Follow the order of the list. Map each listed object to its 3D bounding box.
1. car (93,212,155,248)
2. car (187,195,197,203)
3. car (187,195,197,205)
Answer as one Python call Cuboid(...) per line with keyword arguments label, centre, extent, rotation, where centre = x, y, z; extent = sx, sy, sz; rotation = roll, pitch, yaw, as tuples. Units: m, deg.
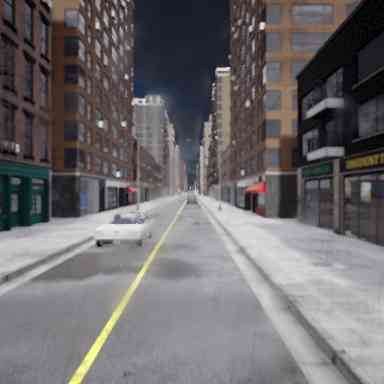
Cuboid(label="car", centre=(-2.800, 1.567, 14.641), extent=(1.895, 1.301, 4.718), rotation=(0, 0, 0))
Cuboid(label="car", centre=(0.015, 1.358, 67.864), extent=(1.812, 1.442, 4.674), rotation=(0, 0, 0))
Cuboid(label="car", centre=(0.012, 1.421, 57.445), extent=(2.033, 1.411, 5.357), rotation=(0, 0, 0))
